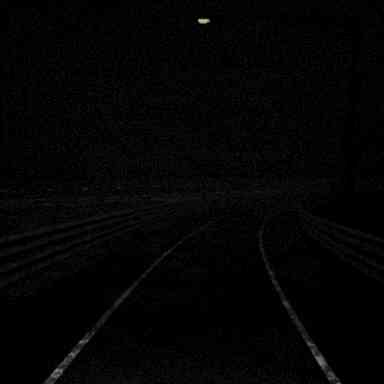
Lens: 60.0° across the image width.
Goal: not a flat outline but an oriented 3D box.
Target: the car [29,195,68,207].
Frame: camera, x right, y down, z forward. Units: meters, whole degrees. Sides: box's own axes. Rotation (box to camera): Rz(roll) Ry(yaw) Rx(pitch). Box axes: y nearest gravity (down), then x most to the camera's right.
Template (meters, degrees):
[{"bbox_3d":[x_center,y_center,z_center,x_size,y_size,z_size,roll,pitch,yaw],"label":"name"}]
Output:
[{"bbox_3d":[-18.689,1.140,43.520,4.674,1.442,1.812,-2,3,-38],"label":"car"}]

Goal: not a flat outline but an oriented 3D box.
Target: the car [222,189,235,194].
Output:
[{"bbox_3d":[7.386,0.095,64.077,5.357,1.411,2.033,-2,4,-38],"label":"car"}]

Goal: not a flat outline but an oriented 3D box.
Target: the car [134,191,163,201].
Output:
[{"bbox_3d":[-6.779,0.655,52.909,4.902,1.511,2.128,-2,4,-38],"label":"car"}]

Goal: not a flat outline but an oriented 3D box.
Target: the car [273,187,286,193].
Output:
[{"bbox_3d":[19.015,-0.375,73.245,4.181,1.385,1.994,-2,3,-38],"label":"car"}]
